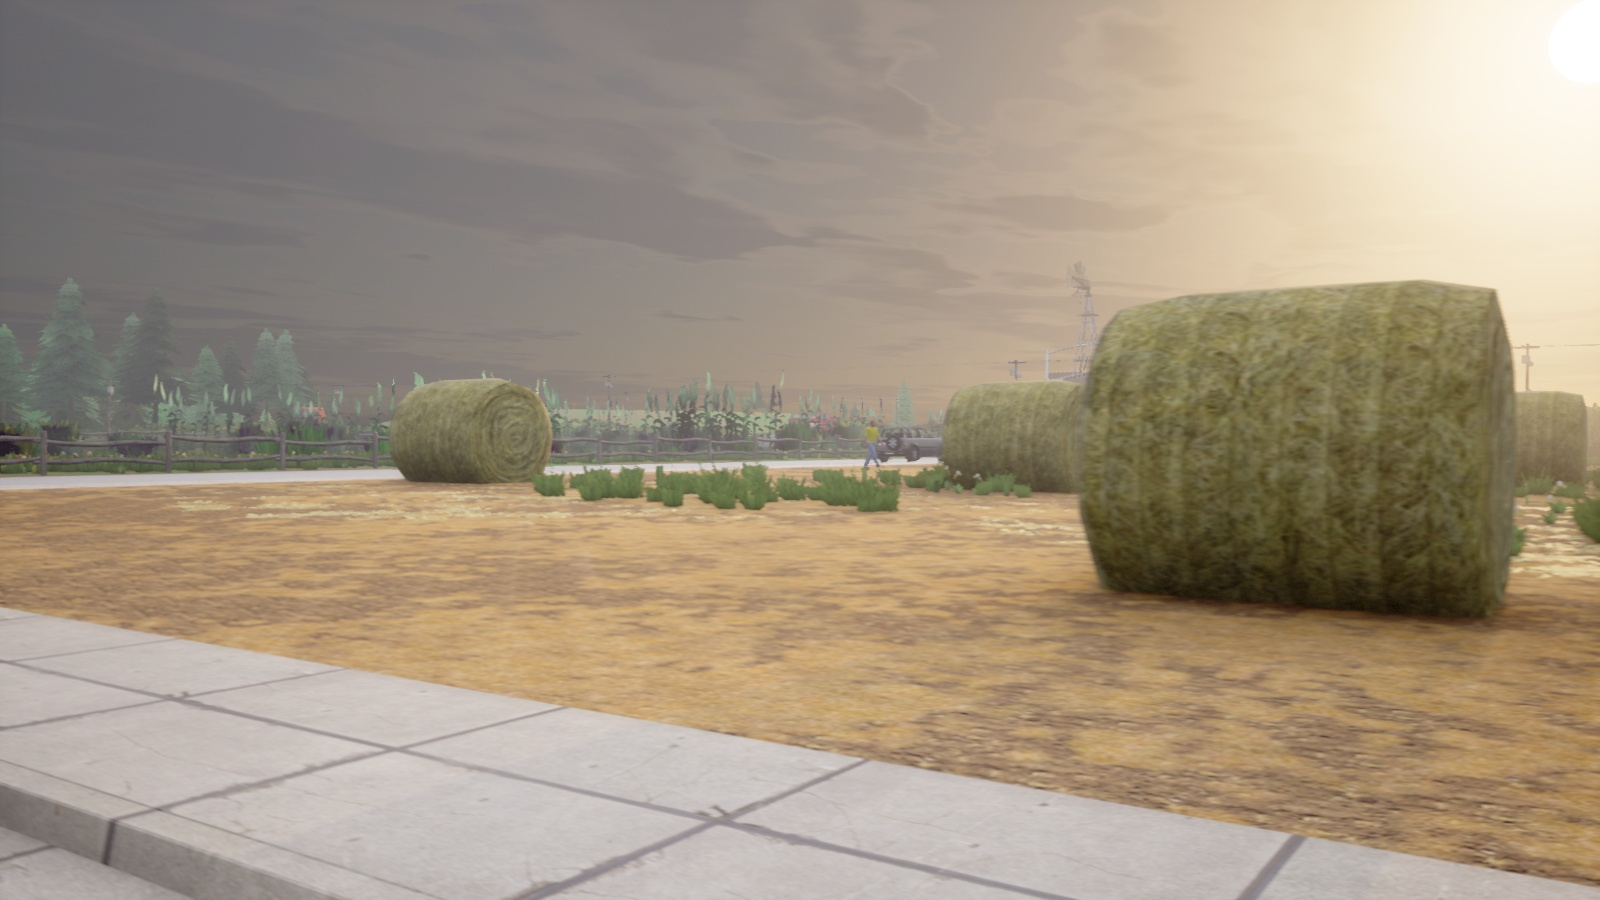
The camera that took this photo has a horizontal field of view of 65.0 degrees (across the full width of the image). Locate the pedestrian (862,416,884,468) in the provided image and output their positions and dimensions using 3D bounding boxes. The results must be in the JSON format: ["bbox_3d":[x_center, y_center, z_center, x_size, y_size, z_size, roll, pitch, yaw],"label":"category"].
[{"bbox_3d":[2.588,-0.281,44.477,0.354,1.836,0.706,-1,1,-44],"label":"pedestrian"}]

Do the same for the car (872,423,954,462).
[{"bbox_3d":[5.691,-0.394,62.673,1.932,1.855,4.605,0,1,36],"label":"car"}]
